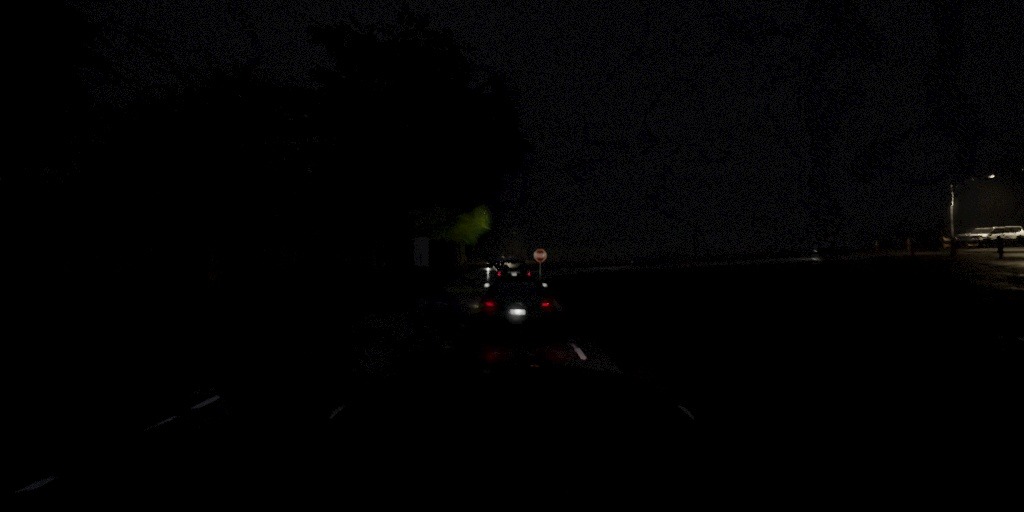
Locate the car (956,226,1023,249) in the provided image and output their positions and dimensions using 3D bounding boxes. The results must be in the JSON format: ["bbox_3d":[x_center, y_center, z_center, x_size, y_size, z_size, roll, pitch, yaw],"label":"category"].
[{"bbox_3d":[49.137,-1.959,36.852,5.566,2.045,2.150,-3,1,1],"label":"car"}]

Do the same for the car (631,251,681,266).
[{"bbox_3d":[14.945,0.227,37.333,4.902,1.511,2.128,-3,1,1],"label":"car"}]

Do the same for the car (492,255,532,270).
[{"bbox_3d":[0.086,0.992,21.082,2.097,1.767,4.553,0,0,-1],"label":"car"}]

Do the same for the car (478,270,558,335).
[{"bbox_3d":[0.116,1.262,10.330,1.994,1.385,4.181,0,0,-1],"label":"car"}]

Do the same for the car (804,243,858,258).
[{"bbox_3d":[32.958,-0.619,37.130,4.674,1.442,1.812,-3,1,1],"label":"car"}]

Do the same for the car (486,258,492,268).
[{"bbox_3d":[-2.783,0.995,53.752,1.837,1.490,4.892,0,0,0],"label":"car"}]
